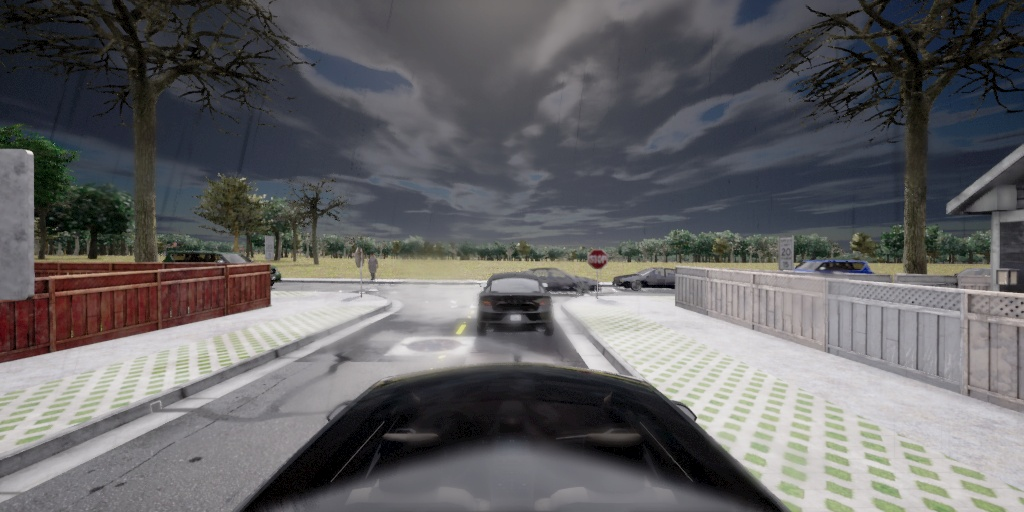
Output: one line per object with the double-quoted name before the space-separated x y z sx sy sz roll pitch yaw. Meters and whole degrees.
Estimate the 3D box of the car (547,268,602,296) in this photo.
"car" 2.027 1.348 19.400 5.357 1.411 2.033 1 0 -1

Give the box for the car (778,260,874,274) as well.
"car" 19.373 1.253 22.510 5.566 2.045 2.150 1 0 -1

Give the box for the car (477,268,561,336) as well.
"car" 0.080 1.226 10.463 1.882 1.535 5.008 0 0 0

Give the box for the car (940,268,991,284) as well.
"car" 29.649 1.529 22.591 4.553 1.767 2.097 1 0 -1

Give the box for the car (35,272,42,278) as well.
"car" -28.184 0.698 19.133 4.553 1.767 2.097 1 0 0

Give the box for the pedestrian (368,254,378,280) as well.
"pedestrian" -9.750 0.748 25.152 0.375 1.860 0.375 0 -1 -1

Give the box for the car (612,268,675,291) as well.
"car" 9.113 1.435 22.413 5.357 1.411 2.033 1 0 -1

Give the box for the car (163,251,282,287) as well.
"car" -15.555 0.761 19.239 5.566 2.045 2.150 1 0 0
